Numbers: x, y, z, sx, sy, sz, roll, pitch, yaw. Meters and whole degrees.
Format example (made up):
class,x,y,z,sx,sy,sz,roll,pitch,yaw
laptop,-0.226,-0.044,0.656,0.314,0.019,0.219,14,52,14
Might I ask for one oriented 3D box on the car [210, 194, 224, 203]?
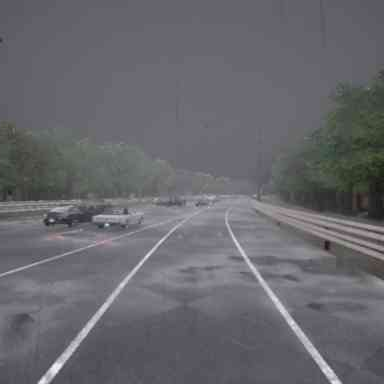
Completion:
class,x,y,z,sx,sy,sz,roll,pitch,yaw
car,6.444,2.008,85.888,2.033,1.411,5.357,0,0,10

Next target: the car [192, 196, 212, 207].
class,x,y,z,sx,sy,sz,roll,pitch,yaw
car,1.831,1.906,59.273,1.895,1.301,4.718,0,0,10

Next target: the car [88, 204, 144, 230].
class,x,y,z,sx,sy,sz,roll,pitch,yaw
car,-4.652,1.667,21.848,1.895,1.301,4.718,0,0,10

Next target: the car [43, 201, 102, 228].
class,x,y,z,sx,sy,sz,roll,pitch,yaw
car,-8.105,1.569,22.425,1.812,1.442,4.674,0,0,10

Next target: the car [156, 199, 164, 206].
class,x,y,z,sx,sy,sz,roll,pitch,yaw
car,-5.065,1.860,60.469,1.895,1.301,4.718,0,0,10

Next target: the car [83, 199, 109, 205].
class,x,y,z,sx,sy,sz,roll,pitch,yaw
car,-9.683,1.447,33.809,2.097,1.767,4.553,0,0,10

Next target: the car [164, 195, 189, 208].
class,x,y,z,sx,sy,sz,roll,pitch,yaw
car,-2.458,1.474,54.982,2.150,2.045,5.566,0,0,10

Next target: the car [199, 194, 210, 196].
class,x,y,z,sx,sy,sz,roll,pitch,yaw
car,2.989,1.985,86.448,2.033,1.411,5.357,0,0,10

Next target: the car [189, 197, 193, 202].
class,x,y,z,sx,sy,sz,roll,pitch,yaw
car,-0.457,1.947,87.056,2.128,1.511,4.902,0,0,10
